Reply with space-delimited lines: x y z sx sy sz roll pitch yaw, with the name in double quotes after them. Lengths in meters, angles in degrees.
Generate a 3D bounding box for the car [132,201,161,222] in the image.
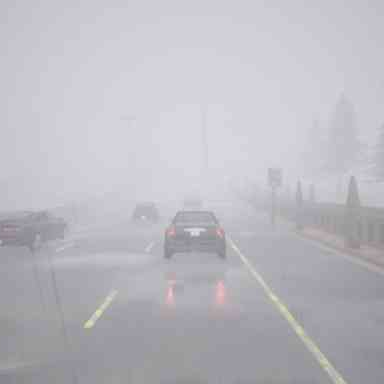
-3.391 1.443 25.588 1.837 1.490 4.892 0 1 0 "car"

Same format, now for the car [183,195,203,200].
0.108 1.030 33.930 1.882 1.535 5.008 0 4 0 "car"

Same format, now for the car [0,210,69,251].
-6.895 1.527 14.279 1.837 1.490 4.892 0 0 0 "car"

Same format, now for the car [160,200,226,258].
0.105 1.373 12.978 2.097 1.767 4.553 0 0 0 "car"
